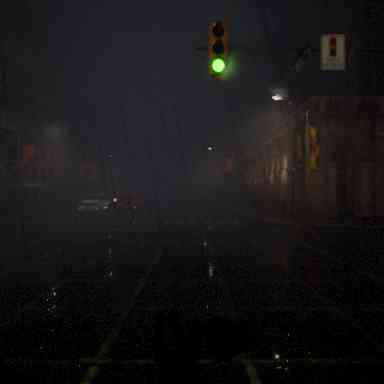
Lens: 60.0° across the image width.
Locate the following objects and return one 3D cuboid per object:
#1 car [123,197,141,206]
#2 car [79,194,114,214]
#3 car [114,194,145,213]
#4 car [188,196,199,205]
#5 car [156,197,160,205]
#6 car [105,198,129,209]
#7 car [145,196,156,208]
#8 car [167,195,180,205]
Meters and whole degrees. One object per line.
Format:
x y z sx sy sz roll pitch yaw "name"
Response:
-10.282 1.584 57.108 2.033 1.411 5.357 0 0 1 "car"
-10.545 1.245 36.432 2.150 2.045 5.566 0 0 0 "car"
-7.046 1.246 37.865 2.150 2.045 5.566 0 0 -1 "car"
0.255 1.530 60.228 2.128 1.511 4.902 0 0 1 "car"
-6.767 1.515 58.402 1.882 1.535 5.008 0 0 1 "car"
-10.441 1.577 46.665 2.033 1.411 5.357 0 0 1 "car"
-6.917 1.522 47.992 2.128 1.511 4.902 0 0 1 "car"
-3.245 1.391 60.237 2.097 1.767 4.553 0 0 1 "car"
